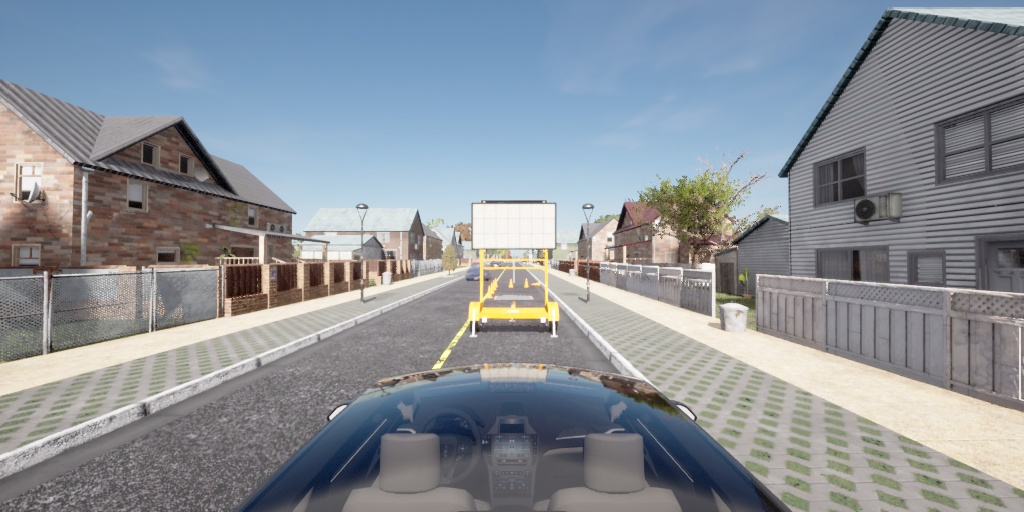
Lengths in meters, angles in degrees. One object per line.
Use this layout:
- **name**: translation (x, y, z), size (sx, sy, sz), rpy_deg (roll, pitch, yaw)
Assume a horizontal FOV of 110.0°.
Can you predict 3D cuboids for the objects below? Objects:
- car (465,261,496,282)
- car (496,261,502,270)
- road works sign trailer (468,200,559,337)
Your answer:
- **car**: translation (-2.712, 1.338, 29.993), size (2.033, 1.411, 5.357), rpy_deg (0, 0, 0)
- **car**: translation (-2.489, 1.368, 55.772), size (2.128, 1.511, 4.902), rpy_deg (0, 0, 0)
- **road works sign trailer**: translation (0.057, 0.220, 10.260), size (2.380, 3.560, 2.880), rpy_deg (0, 0, 1)
